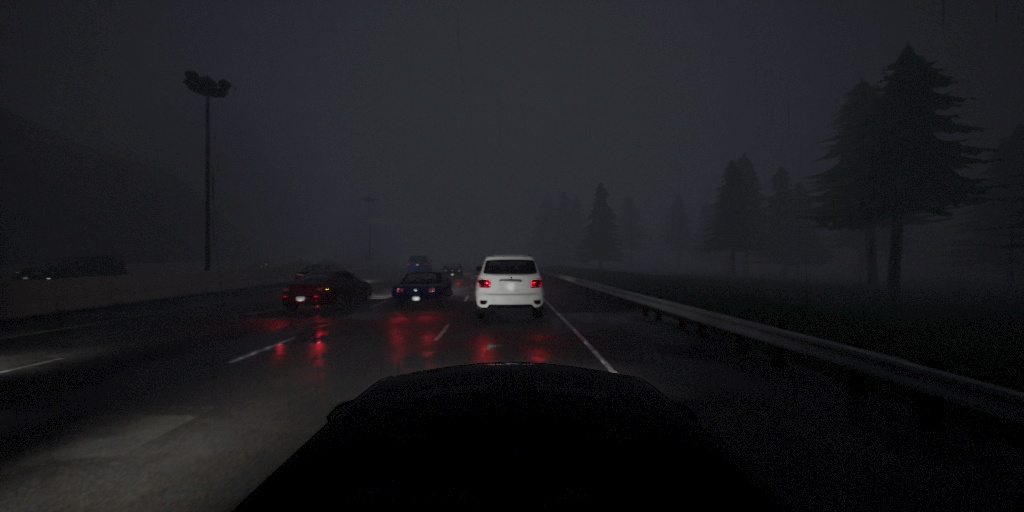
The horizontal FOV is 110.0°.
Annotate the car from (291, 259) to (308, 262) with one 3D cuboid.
[{"bbox_3d":[-31.016,1.294,53.104,1.994,1.385,4.181,0,0,-14],"label":"car"}]

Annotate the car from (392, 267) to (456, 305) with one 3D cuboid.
[{"bbox_3d":[-3.801,1.345,16.006,1.895,1.301,4.718,0,0,-3],"label":"car"}]

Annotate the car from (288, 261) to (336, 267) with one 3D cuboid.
[{"bbox_3d":[-11.244,1.234,21.757,2.128,1.511,4.902,0,0,-5],"label":"car"}]

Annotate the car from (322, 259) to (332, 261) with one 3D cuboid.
[{"bbox_3d":[-27.274,1.222,52.677,2.128,1.511,4.902,0,0,-14],"label":"car"}]

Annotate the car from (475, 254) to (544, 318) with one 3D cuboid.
[{"bbox_3d":[-0.159,0.967,13.219,2.150,2.045,5.566,0,0,-3],"label":"car"}]

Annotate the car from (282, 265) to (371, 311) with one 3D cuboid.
[{"bbox_3d":[-7.230,1.271,14.366,1.812,1.442,4.674,0,0,-3],"label":"car"}]

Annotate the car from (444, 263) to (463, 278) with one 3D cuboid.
[{"bbox_3d":[-5.569,1.338,33.806,1.895,1.301,4.718,0,0,-8],"label":"car"}]

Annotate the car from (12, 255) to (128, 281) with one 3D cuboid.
[{"bbox_3d":[-29.230,0.966,24.085,2.150,2.045,5.566,0,0,-6],"label":"car"}]

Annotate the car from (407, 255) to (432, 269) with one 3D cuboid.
[{"bbox_3d":[-9.729,0.958,37.893,2.150,2.045,5.566,0,0,-9],"label":"car"}]
